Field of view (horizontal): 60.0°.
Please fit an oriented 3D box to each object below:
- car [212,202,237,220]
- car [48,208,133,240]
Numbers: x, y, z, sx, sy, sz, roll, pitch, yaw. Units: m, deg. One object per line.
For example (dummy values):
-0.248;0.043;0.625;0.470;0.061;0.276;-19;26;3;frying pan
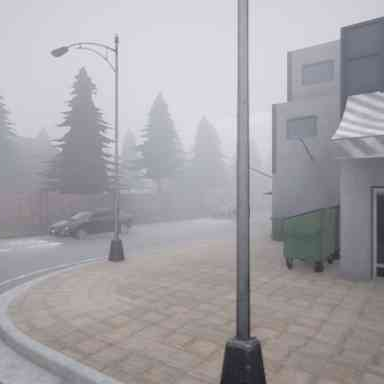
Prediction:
3.697;1.685;30.773;1.837;1.490;4.892;0;0;37;car
-5.449;1.684;18.416;1.837;1.490;4.892;0;1;36;car
